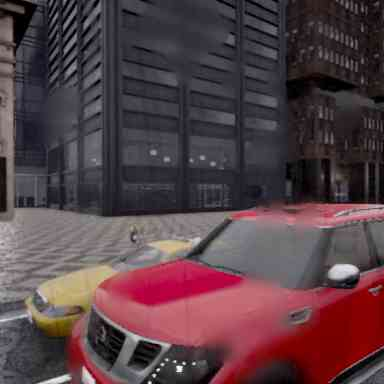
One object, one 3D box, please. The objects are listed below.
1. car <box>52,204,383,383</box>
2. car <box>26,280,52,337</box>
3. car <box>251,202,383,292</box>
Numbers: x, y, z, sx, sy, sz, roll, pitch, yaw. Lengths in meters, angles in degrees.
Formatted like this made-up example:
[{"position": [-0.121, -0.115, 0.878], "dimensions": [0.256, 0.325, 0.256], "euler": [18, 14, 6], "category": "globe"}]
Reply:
[{"position": [1.392, 1.215, 4.370], "dimensions": [5.566, 2.045, 2.150], "euler": [0, 0, -35], "category": "car"}, {"position": [-0.440, 1.519, 6.337], "dimensions": [4.829, 1.417, 1.752], "euler": [0, 0, -35], "category": "car"}, {"position": [4.290, 1.299, 9.711], "dimensions": [5.009, 1.841, 2.192], "euler": [0, 0, -35], "category": "car"}]
